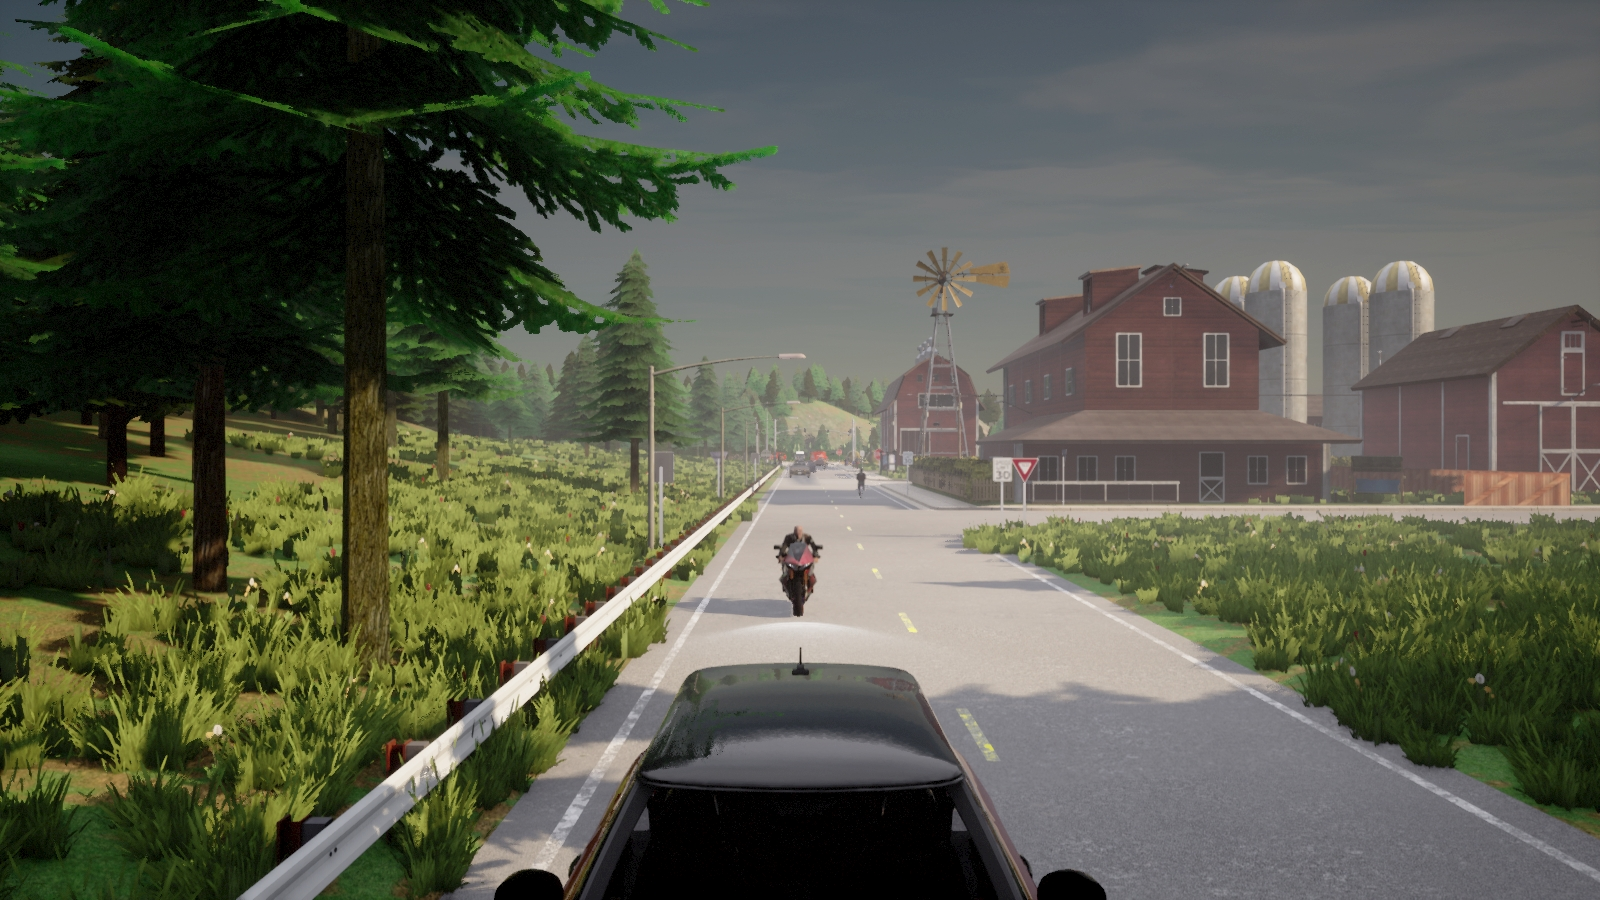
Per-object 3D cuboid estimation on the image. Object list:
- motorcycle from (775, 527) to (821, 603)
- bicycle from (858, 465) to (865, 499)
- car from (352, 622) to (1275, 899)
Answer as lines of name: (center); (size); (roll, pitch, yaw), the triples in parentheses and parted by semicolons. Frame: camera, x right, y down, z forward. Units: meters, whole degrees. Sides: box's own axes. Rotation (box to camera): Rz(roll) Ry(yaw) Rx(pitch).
motorcycle: (-0.044, 2.206, 22.255); (0.867, 1.251, 2.209); (0, 0, 0)
bicycle: (3.513, 1.838, 65.608); (0.329, 1.919, 1.835); (0, 0, 0)
car: (0.033, 1.906, 4.501); (2.097, 1.767, 4.553); (0, 0, 0)
